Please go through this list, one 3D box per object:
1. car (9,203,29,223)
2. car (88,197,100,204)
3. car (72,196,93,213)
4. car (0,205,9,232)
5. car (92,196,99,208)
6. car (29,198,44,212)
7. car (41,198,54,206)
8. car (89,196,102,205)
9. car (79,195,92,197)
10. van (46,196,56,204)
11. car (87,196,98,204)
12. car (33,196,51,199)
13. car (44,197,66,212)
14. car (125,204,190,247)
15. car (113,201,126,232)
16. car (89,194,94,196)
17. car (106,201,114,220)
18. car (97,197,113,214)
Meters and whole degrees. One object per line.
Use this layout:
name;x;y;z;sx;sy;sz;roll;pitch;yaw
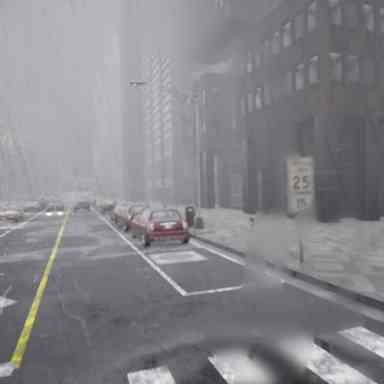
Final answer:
car;-14.947;1.737;27.407;1.752;1.417;4.829;-2;0;-19
car;-19.529;1.670;66.218;1.887;1.381;4.507;-2;0;-19
car;-13.098;1.607;39.646;1.837;1.490;4.892;-1;0;-18
car;-11.418;1.499;17.326;2.192;1.841;5.009;-2;0;-19
car;-12.402;1.578;45.901;1.752;1.417;4.829;-2;0;-19
car;-20.390;1.842;42.929;1.802;1.307;4.206;-2;0;-19
car;-27.574;1.878;63.409;1.887;1.381;4.507;-2;0;-19
car;-17.735;1.546;61.098;1.967;1.590;4.097;-2;0;-19
car;-16.288;1.624;48.643;2.128;1.511;4.902;-1;0;-19
van;-31.171;1.713;73.648;1.690;1.788;3.998;-2;0;-19
car;-21.322;1.695;71.337;2.008;1.369;4.403;-2;0;-19
car;-22.193;1.593;48.047;2.192;1.841;5.009;-2;0;-19
car;-17.052;1.750;41.765;1.994;1.385;4.181;-1;0;-19
car;-1.575;1.402;15.025;1.967;1.590;4.097;-2;0;-19
car;-3.371;1.416;20.144;1.967;1.590;4.097;-2;0;-19
car;-15.940;1.528;55.979;1.967;1.590;4.097;-2;0;-19
car;-5.163;1.572;25.264;1.802;1.307;4.206;-2;0;-19
car;-8.755;1.565;35.502;1.887;1.381;4.507;-2;0;-19
